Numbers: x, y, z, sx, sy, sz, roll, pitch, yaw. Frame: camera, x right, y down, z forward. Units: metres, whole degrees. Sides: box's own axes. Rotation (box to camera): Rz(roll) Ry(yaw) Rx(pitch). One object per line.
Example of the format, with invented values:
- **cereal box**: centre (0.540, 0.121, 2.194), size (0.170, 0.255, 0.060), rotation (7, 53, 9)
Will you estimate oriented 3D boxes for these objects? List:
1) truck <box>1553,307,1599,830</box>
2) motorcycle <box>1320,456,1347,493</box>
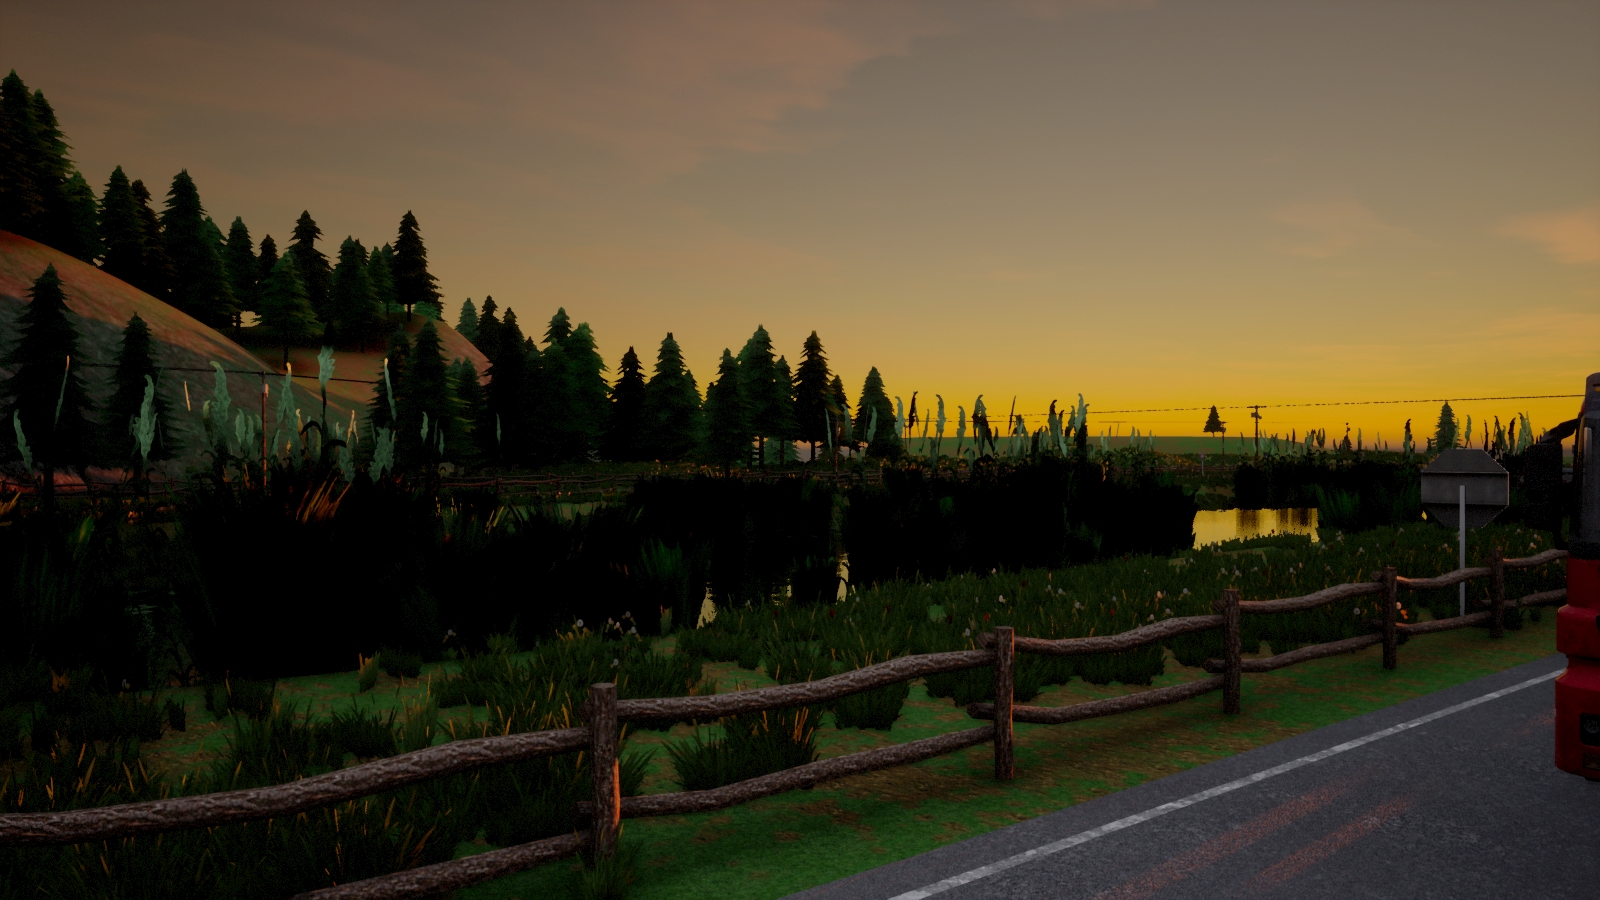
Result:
- **truck**: centre (9.425, 0.862, 10.922), size (2.891, 3.827, 8.468), rotation (0, 0, 39)
- **motorcycle**: centre (34.778, 1.577, 74.507), size (2.033, 2.348, 0.803), rotation (0, 0, -39)
